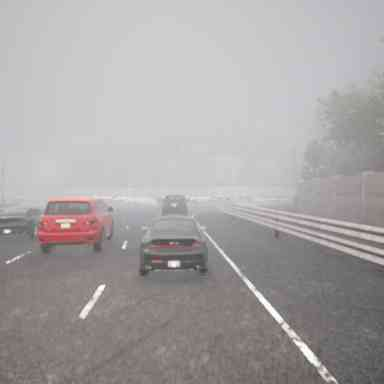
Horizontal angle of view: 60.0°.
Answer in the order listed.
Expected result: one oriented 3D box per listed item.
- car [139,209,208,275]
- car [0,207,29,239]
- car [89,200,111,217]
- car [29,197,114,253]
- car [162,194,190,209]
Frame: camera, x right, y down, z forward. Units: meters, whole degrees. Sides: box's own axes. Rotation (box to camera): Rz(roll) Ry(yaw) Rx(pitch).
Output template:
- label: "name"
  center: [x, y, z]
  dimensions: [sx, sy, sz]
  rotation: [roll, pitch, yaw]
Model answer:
- label: "car"
  center: [-0.572, 1.503, 10.503]
  dimensions: [1.837, 1.490, 4.892]
  rotation: [0, 0, -3]
- label: "car"
  center: [-8.775, 1.535, 17.484]
  dimensions: [1.837, 1.490, 4.892]
  rotation: [0, 0, -10]
- label: "car"
  center: [-9.205, 1.589, 33.073]
  dimensions: [1.994, 1.385, 4.181]
  rotation: [0, 0, -18]
- label: "car"
  center: [-4.621, 1.235, 13.945]
  dimensions: [2.150, 2.045, 5.566]
  rotation: [0, 0, -7]
- label: "car"
  center: [-1.419, 1.216, 29.602]
  dimensions: [2.150, 2.045, 5.566]
  rotation: [0, 0, 0]
